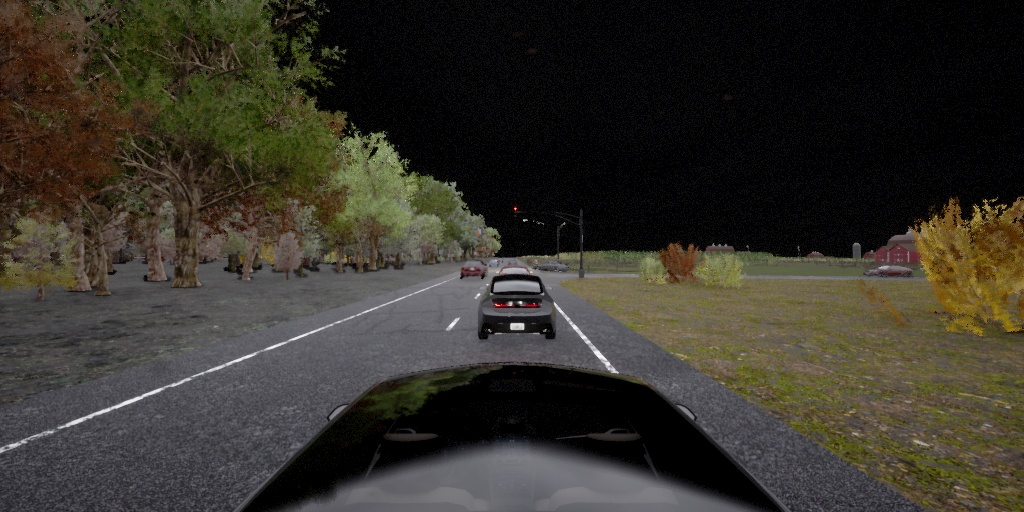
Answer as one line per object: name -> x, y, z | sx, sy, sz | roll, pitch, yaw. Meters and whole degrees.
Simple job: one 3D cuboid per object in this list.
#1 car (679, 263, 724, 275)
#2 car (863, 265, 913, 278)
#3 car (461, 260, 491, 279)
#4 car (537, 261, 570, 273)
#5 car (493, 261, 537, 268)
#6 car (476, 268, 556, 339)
car -> 22.190, 1.540, 42.101 | 4.902, 1.511, 2.128 | 1, -1, 0
car -> 43.951, 1.812, 41.942 | 4.674, 1.442, 1.812 | 1, -1, 1
car -> -3.349, 1.107, 32.483 | 2.097, 1.767, 4.553 | 0, 0, 0
car -> 4.932, 1.363, 45.272 | 4.902, 1.511, 2.128 | 2, 1, 35
car -> 0.134, 1.232, 19.424 | 1.882, 1.535, 5.008 | 0, 0, 0
car -> 0.115, 1.257, 10.061 | 1.837, 1.490, 4.892 | 0, 0, 0
